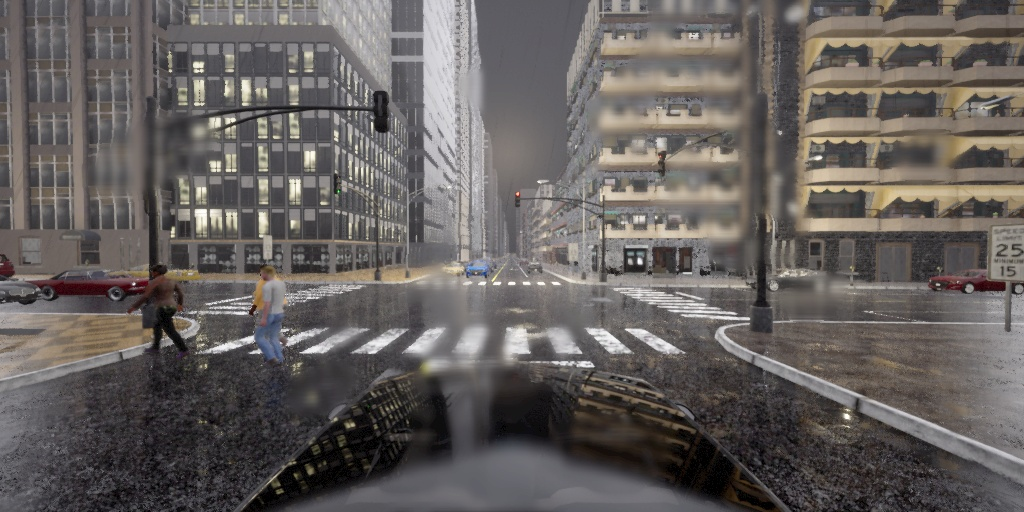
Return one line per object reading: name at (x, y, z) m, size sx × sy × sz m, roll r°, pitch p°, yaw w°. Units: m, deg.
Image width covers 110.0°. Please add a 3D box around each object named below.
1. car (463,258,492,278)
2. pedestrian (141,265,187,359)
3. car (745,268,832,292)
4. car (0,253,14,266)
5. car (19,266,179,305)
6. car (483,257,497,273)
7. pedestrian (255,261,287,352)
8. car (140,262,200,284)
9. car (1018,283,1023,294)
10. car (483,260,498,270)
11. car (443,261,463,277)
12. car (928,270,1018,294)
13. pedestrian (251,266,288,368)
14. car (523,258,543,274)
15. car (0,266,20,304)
car at (-3.153, 1.218, 33.638) m, size 1.882 × 1.535 × 5.008 m, roll 0°, pitch 0°, yaw -1°
pedestrian at (-6.706, 1.043, 6.918) m, size 0.375 × 1.860 × 0.375 m, roll -1°, pitch 1°, yaw 0°
car at (16.271, 1.375, 21.228) m, size 4.403 × 1.370 × 2.007 m, roll 0°, pitch 0°, yaw 1°
car at (-33.653, 0.712, 21.834) m, size 5.009 × 1.841 × 2.192 m, roll 0°, pitch 0°, yaw 1°
car at (-18.051, 1.231, 15.844) m, size 4.718 × 1.301 × 1.895 m, roll 0°, pitch 1°, yaw 1°
car at (-3.174, 1.230, 43.740) m, size 2.128 × 1.511 × 4.902 m, roll 0°, pitch 0°, yaw 0°
pedestrian at (-5.095, 1.042, 7.588) m, size 0.375 × 1.860 × 0.375 m, roll -1°, pitch 1°, yaw 0°
car at (-21.706, 1.029, 21.652) m, size 4.829 × 1.417 × 1.751 m, roll 0°, pitch 0°, yaw 1°
car at (21.694, 1.576, 12.783) m, size 4.313 × 1.339 × 1.948 m, roll 0°, pitch 0°, yaw 1°
car at (-3.189, 1.337, 53.734) m, size 1.895 × 1.301 × 4.718 m, roll 0°, pitch 0°, yaw 0°
car at (-5.757, 1.265, 35.832) m, size 1.751 × 1.417 × 4.829 m, roll 0°, pitch 0°, yaw 0°
car at (27.336, 1.462, 21.095) m, size 4.507 × 1.381 × 1.888 m, roll 0°, pitch 0°, yaw 1°
pedestrian at (-4.226, 1.042, 6.334) m, size 0.375 × 1.860 × 0.375 m, roll -1°, pitch 1°, yaw 0°
car at (2.612, 1.289, 41.672) m, size 2.007 × 1.370 × 4.403 m, roll 0°, pitch 0°, yaw 0°
car at (-20.309, 1.204, 13.322) m, size 4.403 × 1.370 × 2.007 m, roll 0°, pitch 0°, yaw 1°
